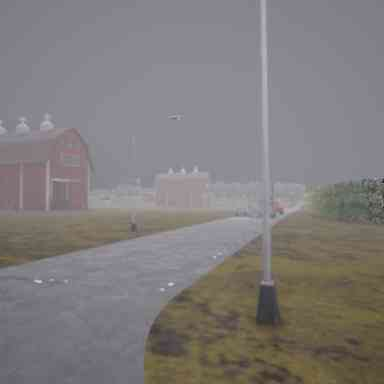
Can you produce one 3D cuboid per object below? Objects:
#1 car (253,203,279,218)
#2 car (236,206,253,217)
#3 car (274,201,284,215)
[{"bbox_3d":[8.981,2.398,40.073,1.812,1.442,4.674,-1,-2,20],"label":"car"},{"bbox_3d":[6.959,2.536,42.877,1.994,1.385,4.181,-1,-2,20],"label":"car"},{"bbox_3d":[12.766,2.427,51.091,2.150,2.045,5.566,-1,-2,19],"label":"car"}]
